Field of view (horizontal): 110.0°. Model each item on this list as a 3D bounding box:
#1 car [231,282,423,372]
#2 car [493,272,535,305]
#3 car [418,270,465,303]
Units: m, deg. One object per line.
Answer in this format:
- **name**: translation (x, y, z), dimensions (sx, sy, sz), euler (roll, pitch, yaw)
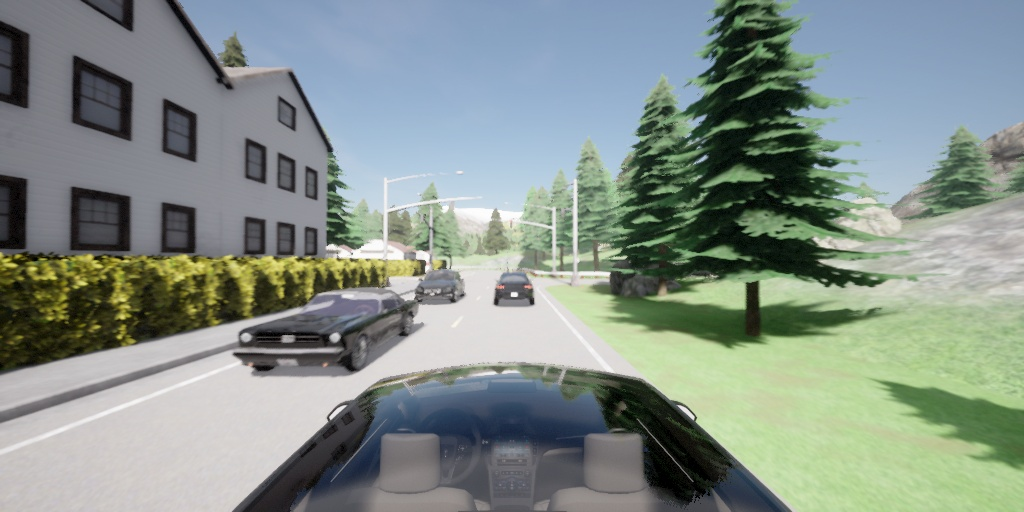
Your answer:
- **car**: translation (-3.582, 1.428, 7.950), dimensions (1.895, 1.301, 4.718), euler (0, -1, 0)
- **car**: translation (0.096, 1.468, 17.207), dimensions (1.812, 1.442, 4.674), euler (0, -1, 0)
- **car**: translation (-3.504, 1.459, 18.192), dimensions (1.837, 1.490, 4.892), euler (0, -1, 0)
